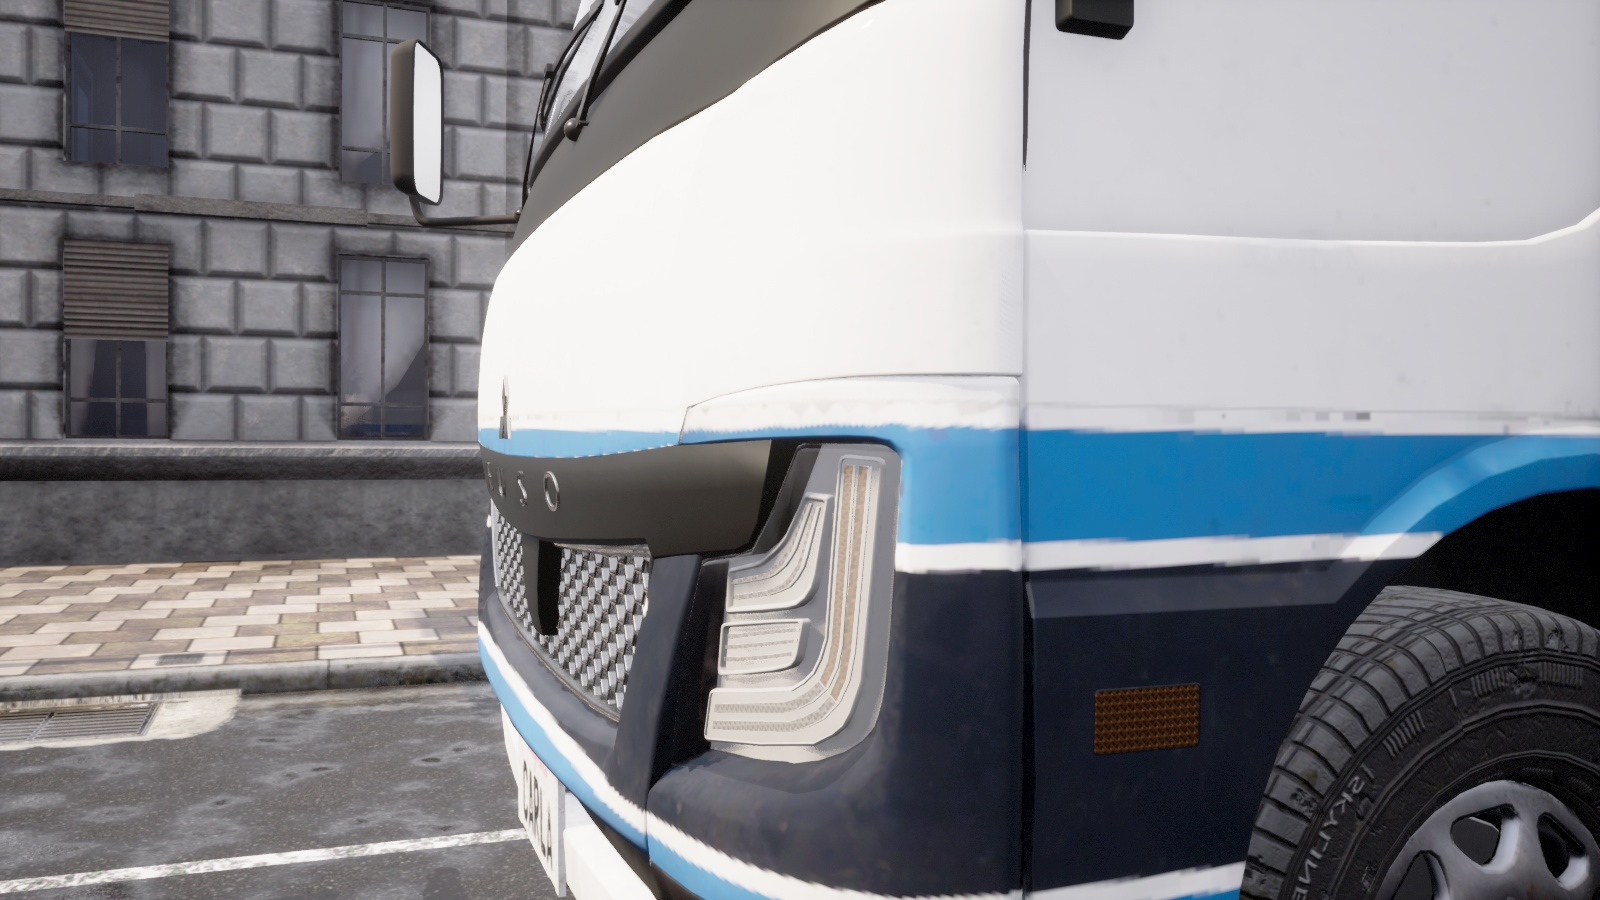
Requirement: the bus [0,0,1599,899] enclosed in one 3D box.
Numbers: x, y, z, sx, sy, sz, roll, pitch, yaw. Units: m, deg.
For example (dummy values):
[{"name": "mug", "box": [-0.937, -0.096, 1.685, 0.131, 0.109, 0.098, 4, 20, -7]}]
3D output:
[{"name": "bus", "box": [3.496, -0.691, 4.578, 10.273, 4.253, 3.944, -1, 1, -21]}]
